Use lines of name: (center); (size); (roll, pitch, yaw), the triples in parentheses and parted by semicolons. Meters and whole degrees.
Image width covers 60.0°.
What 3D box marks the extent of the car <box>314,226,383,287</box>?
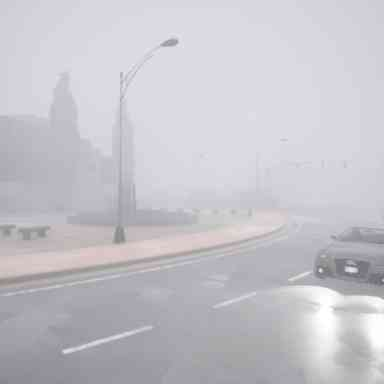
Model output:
car: (5.042, 1.690, 9.467); (1.994, 1.385, 4.181); (0, -1, 39)

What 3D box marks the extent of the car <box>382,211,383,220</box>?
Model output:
car: (18.458, 1.910, 29.464); (2.128, 1.511, 4.902); (0, -1, 15)
